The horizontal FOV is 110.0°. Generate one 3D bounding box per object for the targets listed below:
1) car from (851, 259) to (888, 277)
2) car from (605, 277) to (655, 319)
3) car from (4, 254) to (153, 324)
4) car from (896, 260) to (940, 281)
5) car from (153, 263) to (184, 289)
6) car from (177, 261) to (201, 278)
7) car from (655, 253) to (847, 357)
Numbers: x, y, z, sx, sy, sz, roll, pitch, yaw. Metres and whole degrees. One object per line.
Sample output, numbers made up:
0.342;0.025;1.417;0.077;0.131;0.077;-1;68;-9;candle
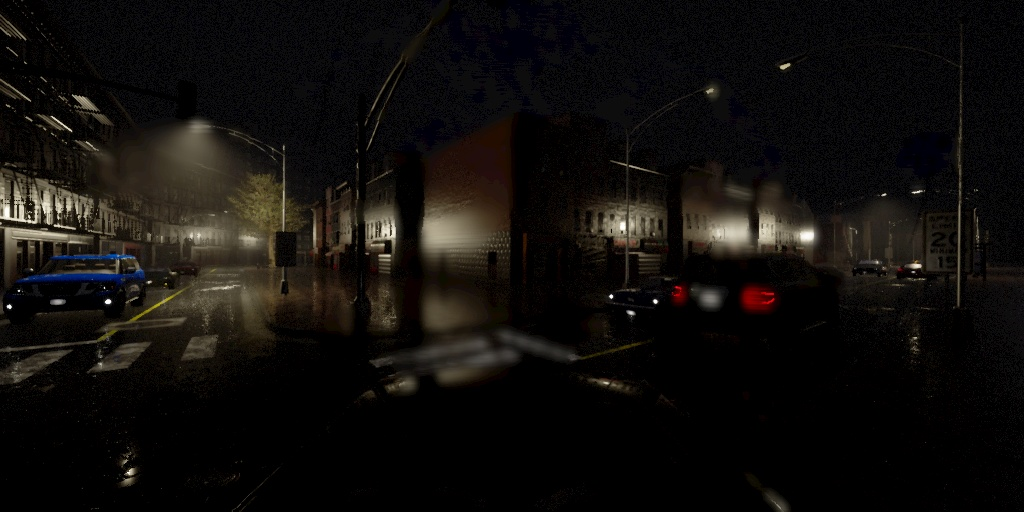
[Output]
32.361;1.015;32.360;5.357;1.411;2.033;0;0;-37;car
5.148;1.315;11.672;4.718;1.301;1.895;0;0;-38;car
-14.580;0.963;12.404;2.150;2.045;5.566;0;0;-37;car
33.412;1.246;29.618;4.181;1.385;1.994;0;0;-37;car
-21.763;1.313;21.850;1.994;1.385;4.181;0;0;-37;car
-31.141;1.245;34.244;1.882;1.535;5.008;0;-1;-37;car
6.097;0.950;8.805;5.566;2.045;2.150;0;0;-37;car
